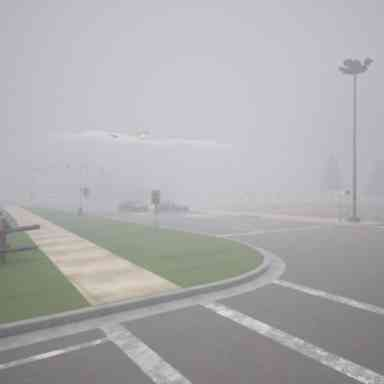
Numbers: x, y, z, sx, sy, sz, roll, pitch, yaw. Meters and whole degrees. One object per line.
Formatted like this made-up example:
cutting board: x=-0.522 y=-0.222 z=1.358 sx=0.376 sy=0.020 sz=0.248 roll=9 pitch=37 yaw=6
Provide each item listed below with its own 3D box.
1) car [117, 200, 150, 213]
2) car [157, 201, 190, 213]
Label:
car: x=-6.862 y=1.627 z=38.406 sx=2.033 sy=1.411 sz=5.357 roll=0 pitch=0 yaw=-35
car: x=-2.220 y=1.697 z=37.861 sx=1.895 sy=1.301 sz=4.718 roll=0 pitch=0 yaw=-35
